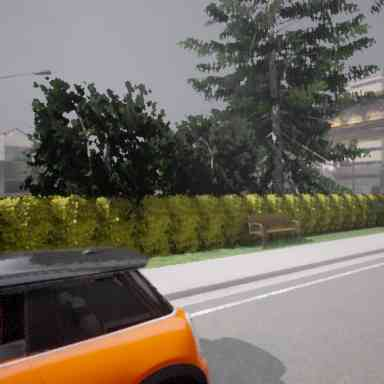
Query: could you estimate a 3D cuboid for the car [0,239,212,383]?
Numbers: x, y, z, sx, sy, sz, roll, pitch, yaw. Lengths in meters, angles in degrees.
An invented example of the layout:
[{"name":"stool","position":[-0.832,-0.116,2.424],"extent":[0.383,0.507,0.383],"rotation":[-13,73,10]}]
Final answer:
[{"name":"car","position":[-2.101,1.352,2.458],"extent":[4.553,1.767,2.097],"rotation":[0,0,-36]}]
